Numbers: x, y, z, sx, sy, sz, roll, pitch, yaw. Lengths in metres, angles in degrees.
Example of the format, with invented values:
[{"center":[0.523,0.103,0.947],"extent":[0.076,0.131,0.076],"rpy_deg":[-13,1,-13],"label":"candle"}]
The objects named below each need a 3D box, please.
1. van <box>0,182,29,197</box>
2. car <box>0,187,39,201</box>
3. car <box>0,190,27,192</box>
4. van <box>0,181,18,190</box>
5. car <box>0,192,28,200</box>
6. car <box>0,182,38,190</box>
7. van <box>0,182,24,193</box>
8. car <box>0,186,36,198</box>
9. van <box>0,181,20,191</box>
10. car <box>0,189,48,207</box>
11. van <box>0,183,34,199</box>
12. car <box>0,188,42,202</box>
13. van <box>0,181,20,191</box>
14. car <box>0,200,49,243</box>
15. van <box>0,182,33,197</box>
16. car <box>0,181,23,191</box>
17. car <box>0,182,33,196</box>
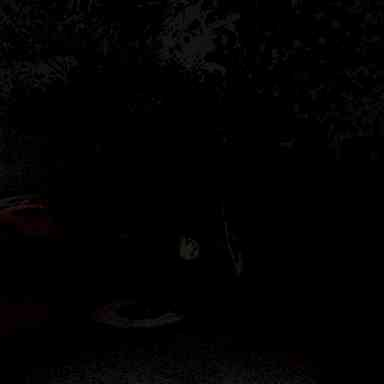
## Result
[{"center":[-26.348,-0.393,48.567],"extent":[4.442,1.987,1.878],"rpy_deg":[1,1,-30],"label":"van"},{"center":[-20.675,0.232,39.068],"extent":[4.792,1.488,2.163],"rpy_deg":[1,1,-30],"label":"car"},{"center":[-12.532,0.860,24.599],"extent":[5.366,1.575,1.946],"rpy_deg":[1,2,-30],"label":"car"},{"center":[-43.084,-1.475,77.423],"extent":[4.442,1.987,1.878],"rpy_deg":[1,1,-30],"label":"van"},{"center":[-8.238,1.077,17.629],"extent":[4.553,1.767,2.185],"rpy_deg":[1,2,-30],"label":"car"},{"center":[-15.115,0.387,29.488],"extent":[5.566,2.045,2.435],"rpy_deg":[1,2,-30],"label":"car"},{"center":[-34.544,-0.932,63.163],"extent":[4.442,1.987,1.878],"rpy_deg":[1,1,-30],"label":"van"},{"center":[-23.471,0.014,43.843],"extent":[5.008,1.535,2.097],"rpy_deg":[1,1,-30],"label":"car"},{"center":[-40.100,-1.292,72.743],"extent":[4.442,1.987,1.878],"rpy_deg":[1,1,-30],"label":"van"},{"center":[-16.562,0.553,31.861],"extent":[4.792,1.488,2.163],"rpy_deg":[1,2,-30],"label":"car"},{"center":[-22.165,-0.120,41.373],"extent":[4.442,1.987,1.878],"rpy_deg":[1,1,-30],"label":"van"},{"center":[-19.352,0.330,36.786],"extent":[4.792,1.488,2.163],"rpy_deg":[1,2,-30],"label":"car"},{"center":[-41.427,-1.378,75.030],"extent":[4.442,1.987,1.878],"rpy_deg":[1,1,-30],"label":"van"},{"center":[-6.885,1.316,15.218],"extent":[5.008,1.535,2.097],"rpy_deg":[1,2,-30],"label":"car"},{"center":[-24.757,-0.300,46.289],"extent":[4.442,1.987,1.878],"rpy_deg":[1,1,-30],"label":"van"},{"center":[-38.836,-1.230,70.274],"extent":[5.566,2.045,2.435],"rpy_deg":[1,1,-30],"label":"car"},{"center":[-27.659,-0.507,51.005],"extent":[5.566,2.045,2.435],"rpy_deg":[1,1,-30],"label":"car"}]
